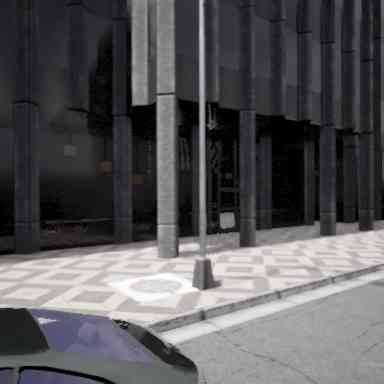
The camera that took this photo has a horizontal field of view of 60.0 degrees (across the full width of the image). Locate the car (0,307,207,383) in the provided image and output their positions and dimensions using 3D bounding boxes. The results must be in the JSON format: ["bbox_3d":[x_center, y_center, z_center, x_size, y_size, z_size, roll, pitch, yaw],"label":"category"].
[{"bbox_3d":[-1.852,1.565,1.933,4.181,1.385,1.994,0,0,-36],"label":"car"}]
